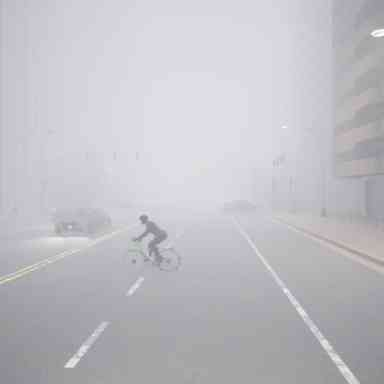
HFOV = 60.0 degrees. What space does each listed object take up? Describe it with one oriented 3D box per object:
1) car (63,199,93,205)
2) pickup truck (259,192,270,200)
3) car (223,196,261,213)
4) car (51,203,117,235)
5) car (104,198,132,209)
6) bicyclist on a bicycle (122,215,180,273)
[{"bbox_3d":[-8.979,1.351,25.739,2.097,1.767,4.553,0,0,4],"label":"car"},{"bbox_3d":[18.811,1.059,89.148,2.390,2.098,6.274,0,0,34],"label":"pickup truck"},{"bbox_3d":[5.368,1.526,36.741,4.674,1.442,1.812,0,0,-43],"label":"car"},{"bbox_3d":[-5.982,1.564,18.646,1.994,1.385,4.181,0,0,4],"label":"car"},{"bbox_3d":[-10.308,1.564,45.951,4.181,1.385,1.994,0,0,28],"label":"car"},{"bbox_3d":[-1.155,1.455,9.246,1.656,1.620,0.582,-2,0,4],"label":"bicyclist on a bicycle"}]
